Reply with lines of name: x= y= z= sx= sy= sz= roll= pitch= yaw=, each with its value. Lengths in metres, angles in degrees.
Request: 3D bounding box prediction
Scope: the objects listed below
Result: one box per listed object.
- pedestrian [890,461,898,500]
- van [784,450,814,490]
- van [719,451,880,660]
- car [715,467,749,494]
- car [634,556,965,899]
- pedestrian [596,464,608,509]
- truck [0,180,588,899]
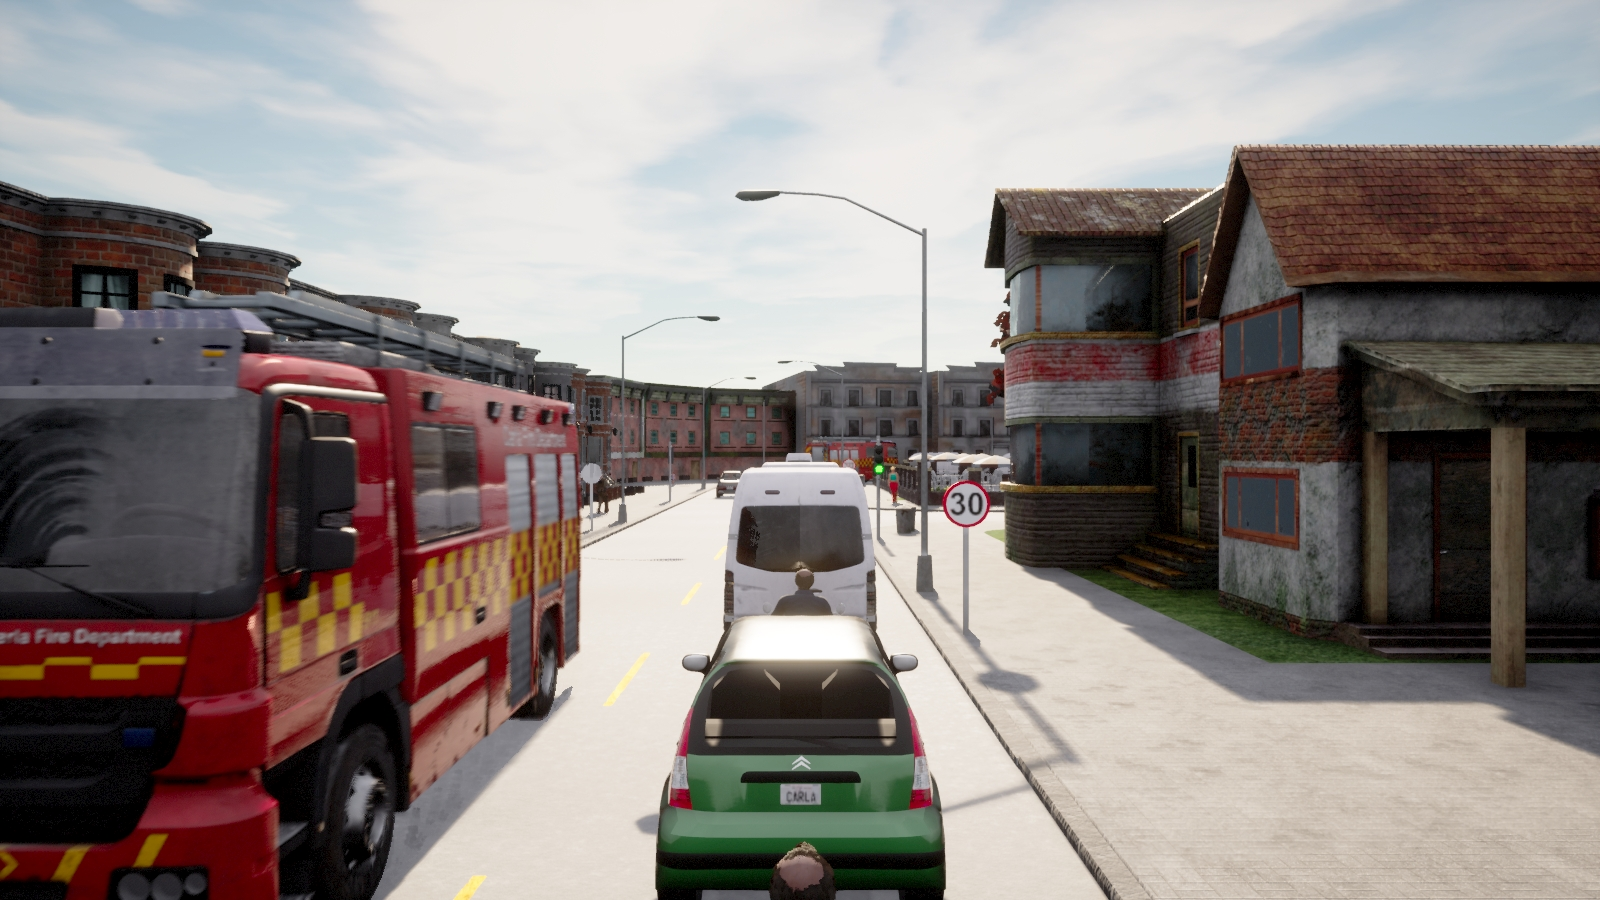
pedestrian: x=4.618 y=1.495 z=56.152 sx=0.375 sy=1.860 sz=0.375 roll=0 pitch=0 yaw=9
van: x=-0.059 y=1.286 z=76.777 sx=1.988 sy=2.561 sz=5.915 roll=0 pitch=0 yaw=0
van: x=-0.006 y=1.308 z=17.043 sx=1.988 sy=2.561 sz=5.915 roll=0 pitch=0 yaw=0
car: x=-4.014 y=1.781 z=67.520 sx=1.789 sy=1.549 sz=3.705 roll=0 pitch=0 yaw=0
car: x=-0.003 y=1.776 z=8.384 sx=1.851 sy=1.617 sz=3.988 roll=0 pitch=0 yaw=0
pedestrian: x=-8.244 y=1.508 z=47.557 sx=0.375 sy=1.860 sz=0.375 roll=0 pitch=0 yaw=19
truck: x=-4.006 y=0.666 z=9.513 sx=2.891 sy=3.827 sz=8.468 roll=0 pitch=0 yaw=0
